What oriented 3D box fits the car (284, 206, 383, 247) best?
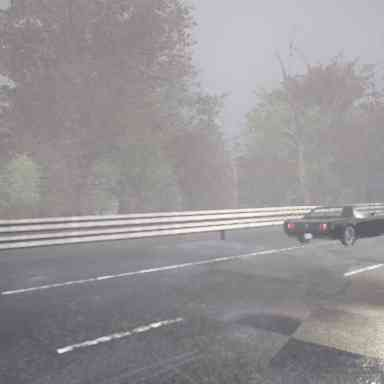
[{"bbox_3d":[5.545,1.140,12.020,4.718,1.301,1.895,0,-4,-36],"label":"car"}]
